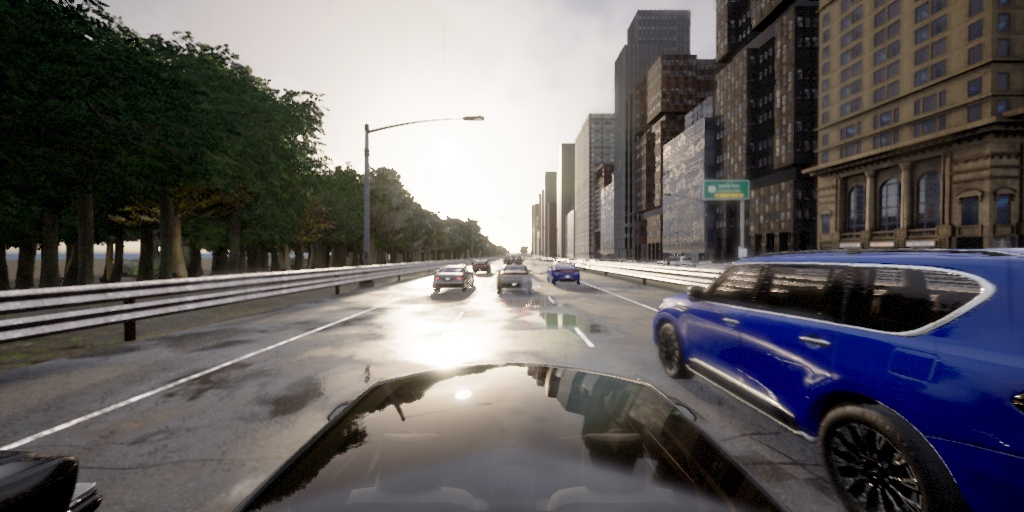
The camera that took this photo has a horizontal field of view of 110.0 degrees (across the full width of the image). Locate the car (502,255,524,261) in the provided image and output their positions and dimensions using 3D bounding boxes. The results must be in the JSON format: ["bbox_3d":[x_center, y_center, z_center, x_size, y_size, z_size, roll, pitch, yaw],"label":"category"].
[{"bbox_3d":[0.141,0.926,38.911,2.150,2.045,5.566,0,0,0],"label":"car"}]

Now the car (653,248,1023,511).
[{"bbox_3d":[3.604,0.966,4.080,2.150,2.045,5.566,0,0,0],"label":"car"}]

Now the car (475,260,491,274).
[{"bbox_3d":[-3.358,1.204,39.899,1.837,1.490,4.892,0,-1,0],"label":"car"}]

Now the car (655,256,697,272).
[{"bbox_3d":[22.867,1.083,50.328,2.150,2.045,5.566,0,0,-17],"label":"car"}]

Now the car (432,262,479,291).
[{"bbox_3d":[-3.377,1.270,21.383,2.033,1.411,5.357,0,0,0],"label":"car"}]

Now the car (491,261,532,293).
[{"bbox_3d":[0.120,1.215,20.436,2.128,1.511,4.902,0,0,0],"label":"car"}]

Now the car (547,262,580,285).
[{"bbox_3d":[3.627,1.195,25.823,1.882,1.535,5.008,0,0,0],"label":"car"}]
